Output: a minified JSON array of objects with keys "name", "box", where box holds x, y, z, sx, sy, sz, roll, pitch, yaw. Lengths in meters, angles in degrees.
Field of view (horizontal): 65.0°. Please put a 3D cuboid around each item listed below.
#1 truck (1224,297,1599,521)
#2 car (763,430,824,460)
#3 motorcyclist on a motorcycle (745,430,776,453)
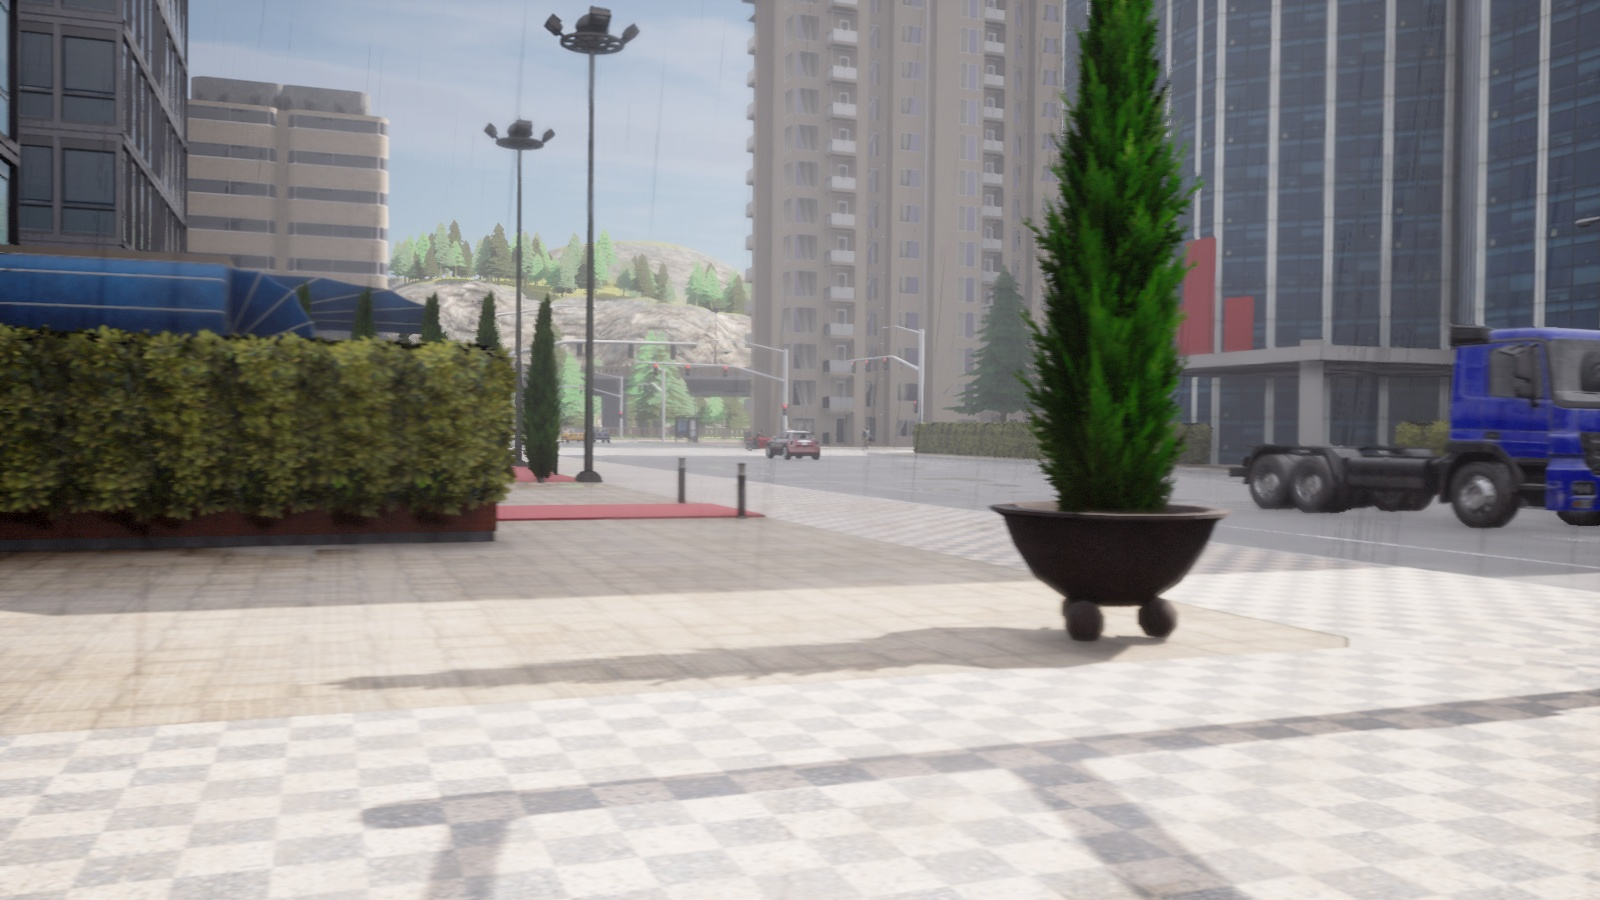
[{"name":"truck","box":[11.843,-0.697,23.648,2.891,3.462,7.936,-1,1,-21]},{"name":"car","box":[-0.383,-0.292,65.179,1.970,1.475,3.806,-1,1,-21]},{"name":"motorcyclist on a motorcycle","box":[-2.770,-0.612,87.543,2.044,1.523,0.797,-1,1,5]}]
